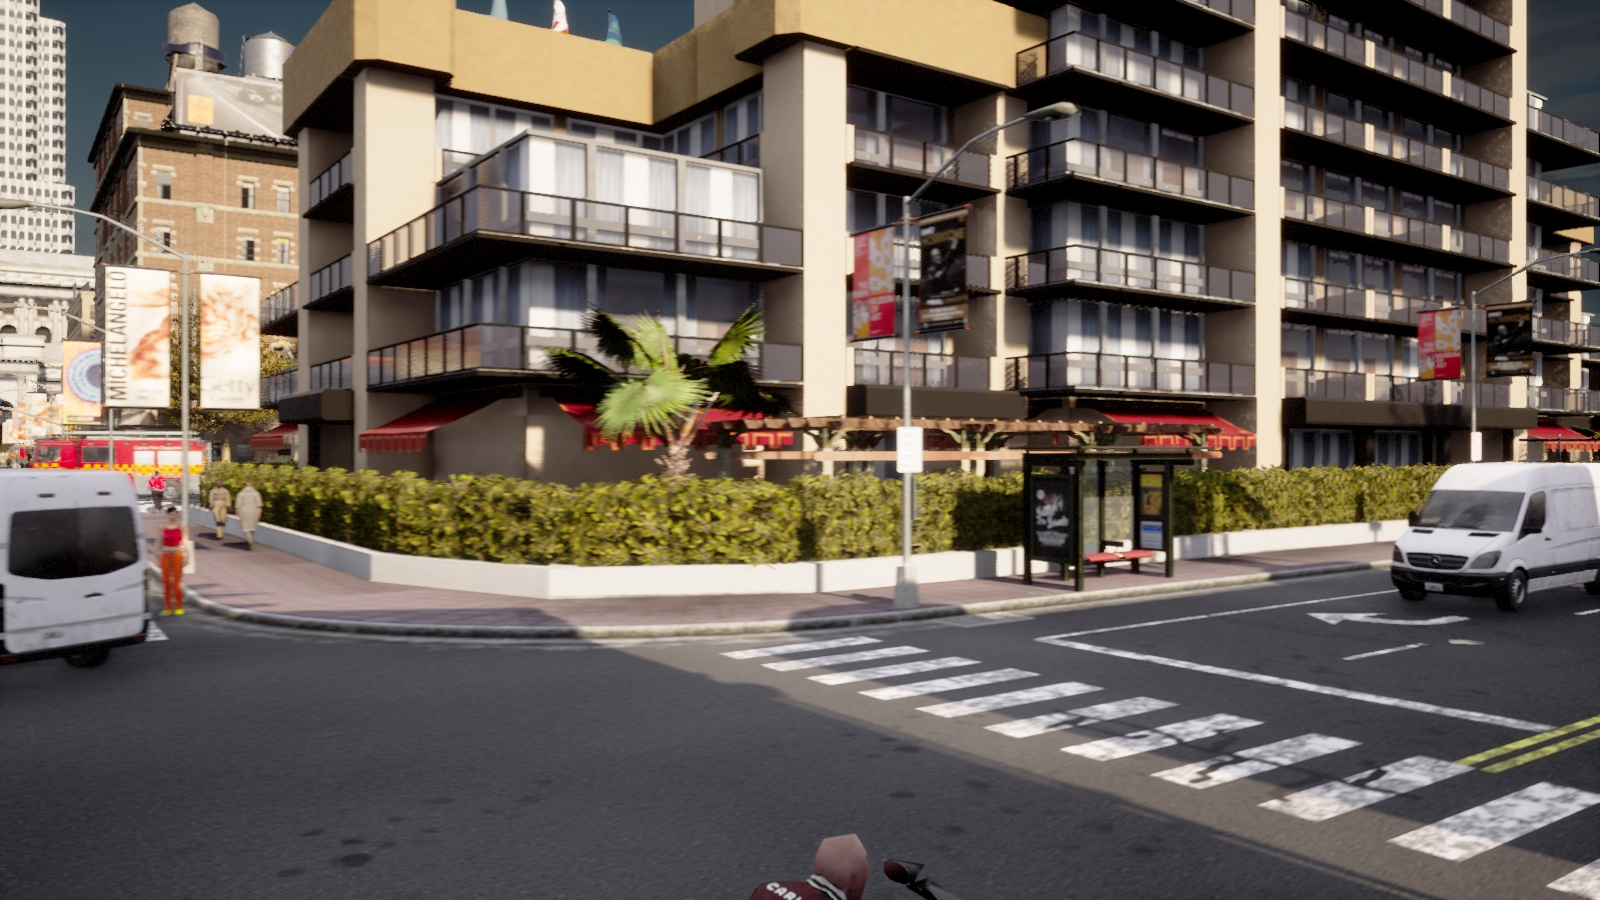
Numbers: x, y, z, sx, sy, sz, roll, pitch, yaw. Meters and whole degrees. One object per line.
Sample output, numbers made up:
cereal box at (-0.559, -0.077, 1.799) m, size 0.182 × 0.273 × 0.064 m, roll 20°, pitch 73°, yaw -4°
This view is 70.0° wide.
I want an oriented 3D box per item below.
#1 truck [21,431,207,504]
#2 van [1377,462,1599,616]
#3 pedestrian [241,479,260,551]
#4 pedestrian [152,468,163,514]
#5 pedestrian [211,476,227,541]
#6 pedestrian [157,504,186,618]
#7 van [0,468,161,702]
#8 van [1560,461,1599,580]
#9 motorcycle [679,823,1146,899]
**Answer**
truck at (-37.501, 0.891, 62.855) m, size 8.468 × 3.827 × 2.891 m, roll 0°, pitch 0°, yaw -22°
van at (13.577, 1.534, 21.829) m, size 5.915 × 2.561 × 1.988 m, roll 0°, pitch 0°, yaw -35°
pedestrian at (-14.423, 1.696, 29.990) m, size 0.375 × 1.860 × 0.375 m, roll 0°, pitch 0°, yaw -35°
pedestrian at (-26.649, 1.696, 47.390) m, size 0.375 × 1.860 × 0.375 m, roll 0°, pitch 0°, yaw -30°
pedestrian at (-16.980, 1.698, 33.387) m, size 0.375 × 1.860 × 0.375 m, roll 0°, pitch 0°, yaw -36°
pedestrian at (-10.548, 1.848, 19.183) m, size 0.375 × 1.860 × 0.375 m, roll 0°, pitch 0°, yaw -19°
van at (-11.211, 1.534, 14.832) m, size 5.915 × 2.561 × 1.988 m, roll 0°, pitch 0°, yaw 25°
van at (19.848, 1.534, 26.228) m, size 5.915 × 2.561 × 1.988 m, roll 0°, pitch 0°, yaw -35°
motorcycle at (0.097, 2.205, 3.846) m, size 2.209 × 1.251 × 0.867 m, roll 0°, pitch 0°, yaw -35°
